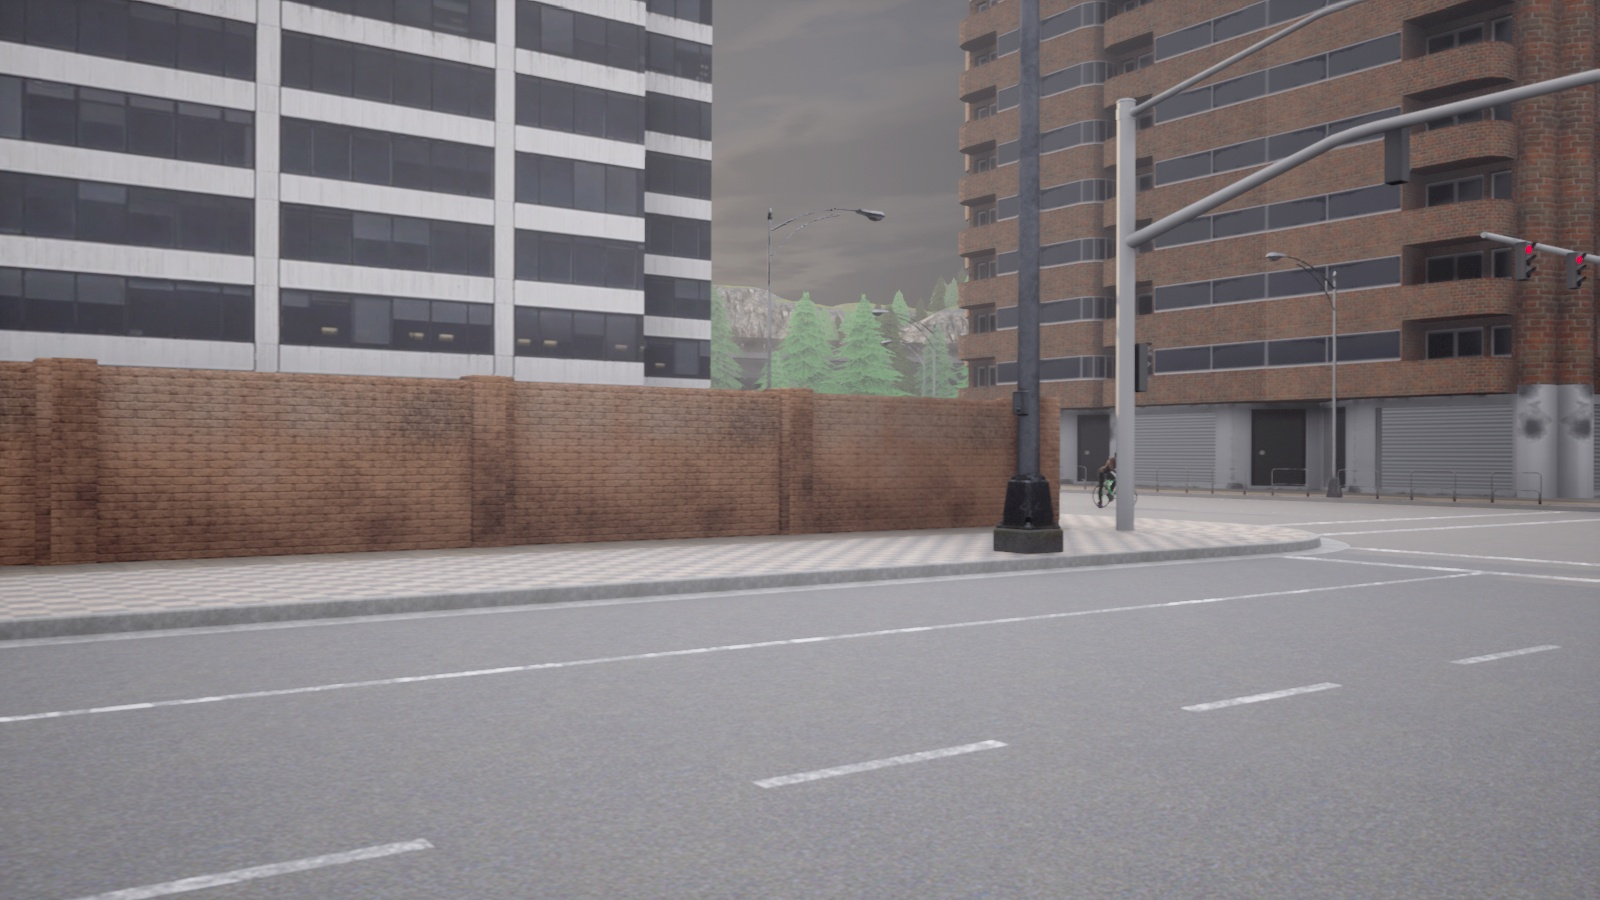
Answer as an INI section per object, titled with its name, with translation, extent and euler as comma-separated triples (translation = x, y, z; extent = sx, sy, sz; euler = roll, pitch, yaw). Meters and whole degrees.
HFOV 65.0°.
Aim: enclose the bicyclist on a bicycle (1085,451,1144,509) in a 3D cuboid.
[bicyclist on a bicycle]
translation = 8.924, 0.828, 35.664
extent = 0.582, 1.620, 1.656
euler = 0, 0, -35
